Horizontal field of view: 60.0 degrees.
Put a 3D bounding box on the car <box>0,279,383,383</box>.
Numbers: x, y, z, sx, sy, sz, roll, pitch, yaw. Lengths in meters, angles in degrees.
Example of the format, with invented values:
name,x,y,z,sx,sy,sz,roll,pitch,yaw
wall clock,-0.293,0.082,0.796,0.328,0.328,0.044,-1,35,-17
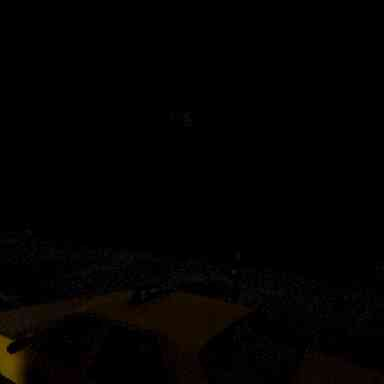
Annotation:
name,x,y,z,sx,sy,sz,roll,pitch,yaw
car,-0.588,1.538,3.225,4.829,1.417,1.752,0,0,35
